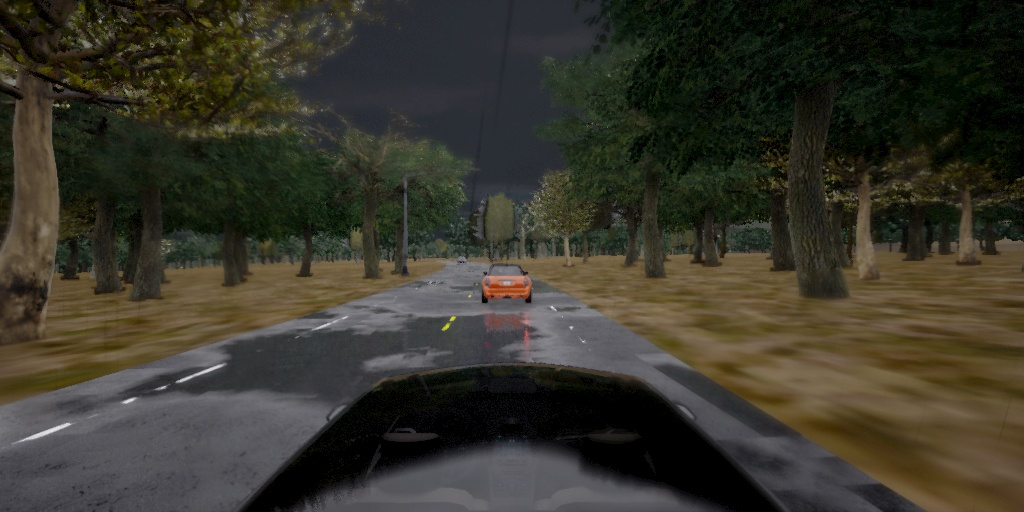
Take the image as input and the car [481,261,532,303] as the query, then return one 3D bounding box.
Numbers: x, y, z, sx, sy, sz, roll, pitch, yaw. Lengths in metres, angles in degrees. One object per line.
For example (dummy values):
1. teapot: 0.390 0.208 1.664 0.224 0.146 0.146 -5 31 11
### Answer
1. car: -0.284 1.107 16.582 2.097 1.767 4.553 0 0 -2
